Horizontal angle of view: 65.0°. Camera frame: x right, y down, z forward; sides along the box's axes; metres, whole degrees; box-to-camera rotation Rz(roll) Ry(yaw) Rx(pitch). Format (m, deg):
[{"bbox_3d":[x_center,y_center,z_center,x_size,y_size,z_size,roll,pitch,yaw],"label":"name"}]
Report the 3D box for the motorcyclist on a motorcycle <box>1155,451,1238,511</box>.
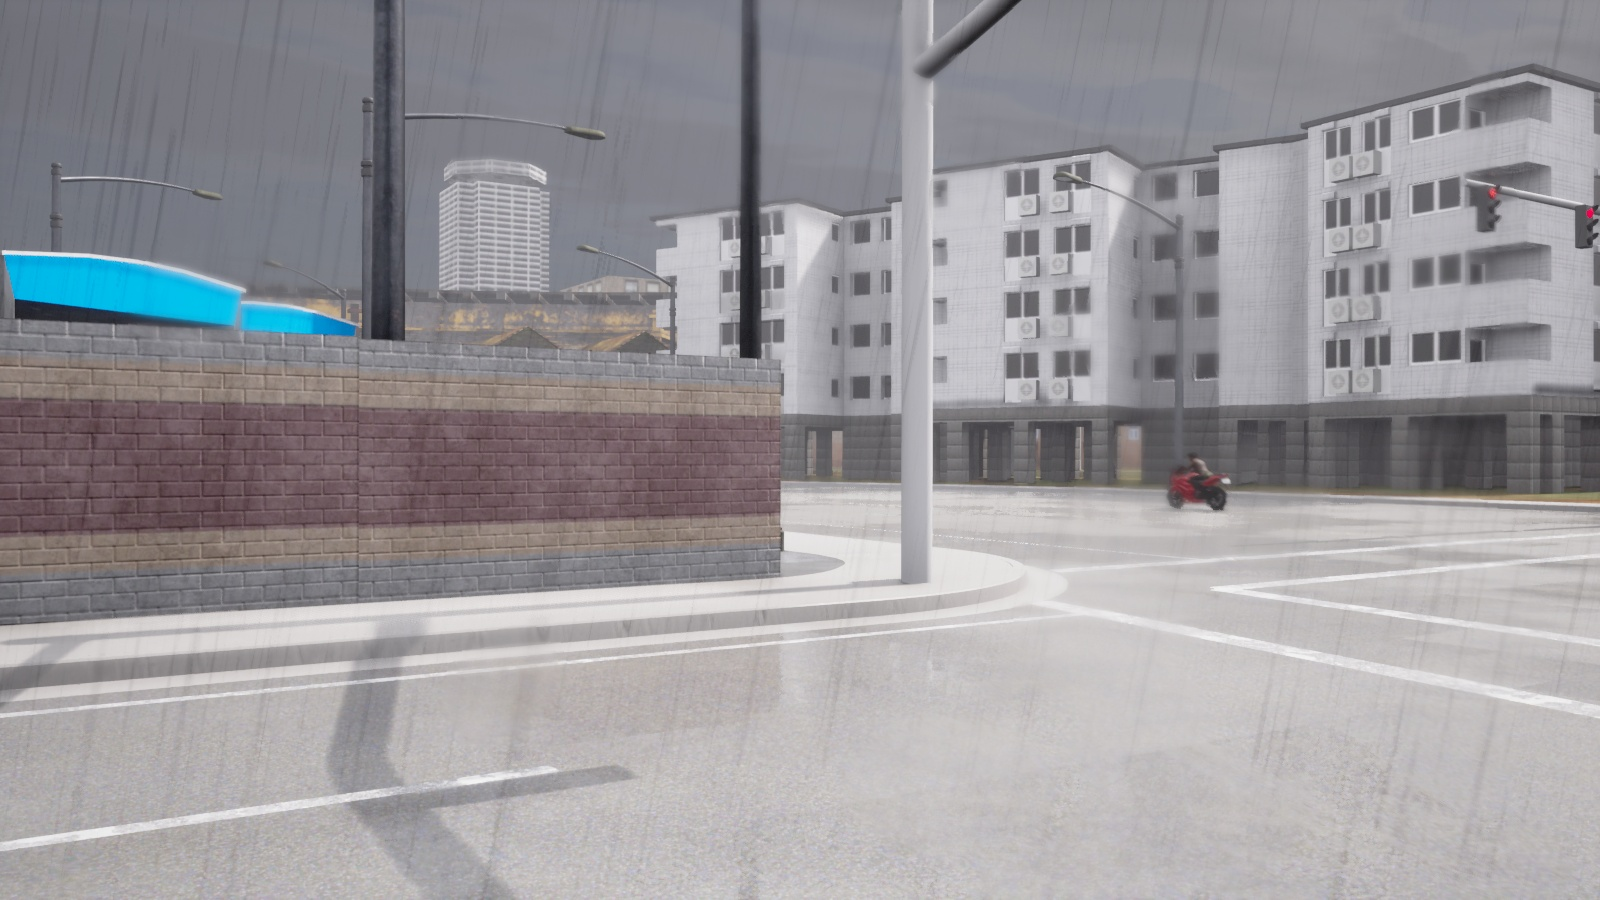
[{"bbox_3d":[10.442,0.786,33.126,0.797,1.523,2.044,0,0,-32],"label":"motorcyclist on a motorcycle"}]
